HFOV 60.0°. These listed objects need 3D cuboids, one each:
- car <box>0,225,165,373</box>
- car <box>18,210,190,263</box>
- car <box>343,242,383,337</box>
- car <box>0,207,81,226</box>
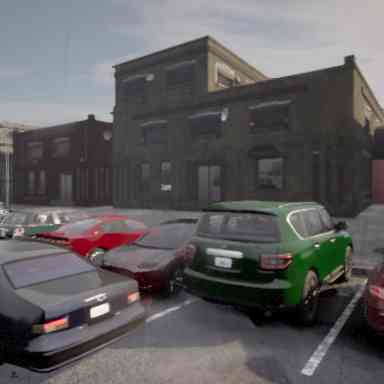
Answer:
[{"bbox_3d":[-3.209,1.538,5.654,5.357,1.411,2.033,0,0,35],"label":"car"},{"bbox_3d":[-2.465,1.468,10.687,2.097,1.535,5.008,0,0,35],"label":"car"},{"bbox_3d":[4.279,1.520,5.899,2.002,1.452,4.674,0,0,35],"label":"car"},{"bbox_3d":[-4.728,1.341,12.263,2.185,1.767,4.553,0,0,35],"label":"car"}]
